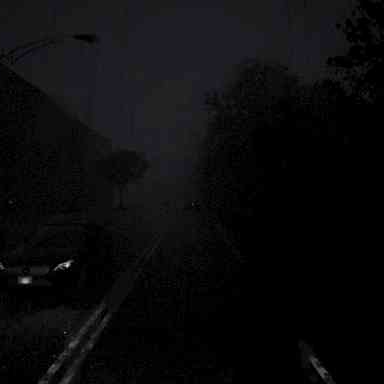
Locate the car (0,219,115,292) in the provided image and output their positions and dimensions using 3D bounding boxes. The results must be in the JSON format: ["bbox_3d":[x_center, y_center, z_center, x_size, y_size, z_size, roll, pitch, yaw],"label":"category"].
[{"bbox_3d":[-3.351,1.507,9.006,1.812,1.442,4.674,0,0,0],"label":"car"}]

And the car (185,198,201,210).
[{"bbox_3d":[0.101,1.468,41.759,1.994,1.385,4.181,0,0,0],"label":"car"}]

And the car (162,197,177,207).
[{"bbox_3d":[-3.327,1.422,49.696,1.812,1.442,4.674,0,0,0],"label":"car"}]
